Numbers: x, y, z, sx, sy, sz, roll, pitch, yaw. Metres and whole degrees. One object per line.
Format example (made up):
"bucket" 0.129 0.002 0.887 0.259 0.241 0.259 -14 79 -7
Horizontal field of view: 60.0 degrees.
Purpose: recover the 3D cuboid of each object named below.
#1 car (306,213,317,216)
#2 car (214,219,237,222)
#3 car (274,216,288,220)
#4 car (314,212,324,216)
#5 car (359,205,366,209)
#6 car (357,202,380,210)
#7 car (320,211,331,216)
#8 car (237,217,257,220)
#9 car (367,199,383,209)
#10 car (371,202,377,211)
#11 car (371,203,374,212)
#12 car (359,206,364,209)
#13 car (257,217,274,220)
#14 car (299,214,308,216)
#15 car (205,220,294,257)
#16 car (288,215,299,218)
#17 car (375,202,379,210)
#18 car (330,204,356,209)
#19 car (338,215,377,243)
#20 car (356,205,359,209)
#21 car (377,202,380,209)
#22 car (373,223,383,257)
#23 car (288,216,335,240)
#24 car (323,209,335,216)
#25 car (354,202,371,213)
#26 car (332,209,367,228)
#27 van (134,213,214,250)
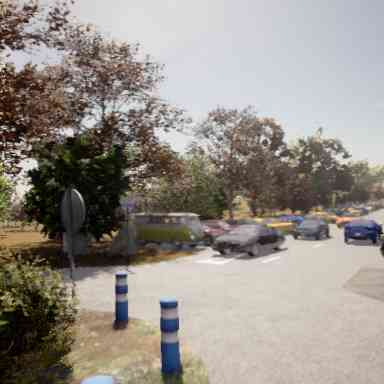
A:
"car" 9.968 3.229 34.892 5.008 1.535 2.097 -3 -3 36
"car" 0.180 2.593 21.337 4.674 1.452 2.002 -3 -4 36
"car" 4.995 2.944 28.322 5.366 1.575 1.946 -3 -4 36
"car" 11.599 3.307 37.154 5.008 1.535 2.097 -3 -3 36
"car" 27.805 3.622 59.994 5.366 1.575 1.946 -3 -1 36
"car" 42.610 3.454 80.219 4.553 1.767 2.185 -3 -1 36
"car" 13.305 3.380 39.520 4.892 1.521 2.231 -3 -3 36
"car" 1.808 2.728 23.592 4.674 1.452 2.002 -3 -4 36
"car" 40.978 3.335 77.963 5.566 2.045 2.435 -3 -1 36
"car" 36.080 3.600 71.194 5.008 1.535 2.097 -3 -1 36
"car" 34.458 3.645 68.930 4.674 1.452 2.002 -3 -1 36
"car" 26.261 3.621 57.521 5.008 1.535 2.097 -3 -2 36
"car" 3.490 2.852 25.967 4.792 1.488 2.163 -3 -4 36
"car" 8.356 3.171 32.613 4.792 1.488 2.163 -3 -4 36
"car" 3.118 2.342 16.951 2.033 1.411 5.357 -3 -4 36
"car" 6.629 3.053 30.588 5.366 1.575 1.946 -3 -4 36
"car" 37.706 3.597 73.456 4.892 1.521 2.231 -3 -1 36
"car" 21.341 3.341 50.756 5.566 2.045 2.435 -3 -2 36
"car" 11.704 2.578 22.584 1.882 1.535 5.008 -3 -4 36
"car" 24.601 3.495 55.284 4.553 1.767 2.185 -3 -2 36
"car" 39.313 3.622 75.727 4.792 1.488 2.163 -3 -1 36
"car" 9.302 1.957 11.590 4.792 1.488 2.163 -3 -4 36
"car" 9.192 2.799 25.377 1.812 1.442 4.674 -3 -4 36
"car" 18.262 3.521 46.097 5.366 1.575 1.946 -3 -2 36
"car" 29.596 3.362 62.135 5.566 2.045 2.435 -3 -2 36
"car" 17.541 3.071 36.935 2.097 1.767 4.553 -3 -3 36
"van" -1.279 2.195 19.113 4.442 1.987 1.878 -2 -4 36
